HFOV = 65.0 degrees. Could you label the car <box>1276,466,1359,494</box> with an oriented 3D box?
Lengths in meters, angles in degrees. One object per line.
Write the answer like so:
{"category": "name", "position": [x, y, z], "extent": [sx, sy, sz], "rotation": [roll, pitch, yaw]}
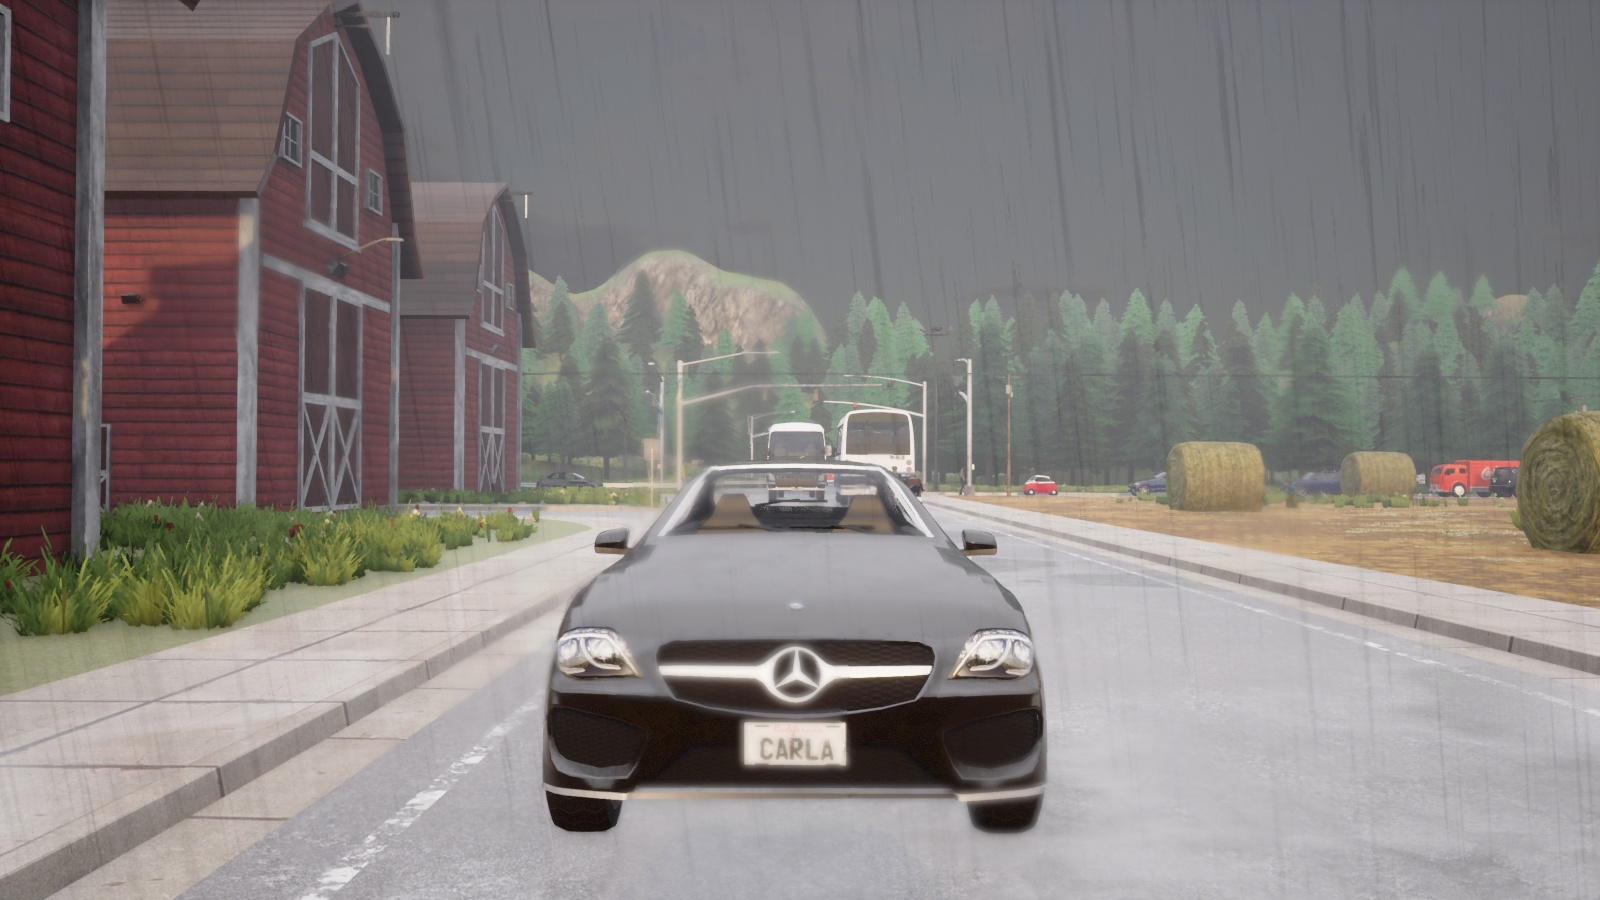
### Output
{"category": "car", "position": [33.914, 1.943, 82.336], "extent": [4.553, 1.767, 2.097], "rotation": [0, -1, 1]}

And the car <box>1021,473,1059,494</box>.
{"category": "car", "position": [15.782, 2.216, 82.616], "extent": [2.207, 1.376, 1.481], "rotation": [0, -1, 1]}

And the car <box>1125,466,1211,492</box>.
{"category": "car", "position": [24.154, 1.905, 82.490], "extent": [5.027, 1.651, 2.152], "rotation": [0, -1, 1]}

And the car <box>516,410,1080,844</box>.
{"category": "car", "position": [-0.019, 0.716, 7.320], "extent": [2.152, 1.651, 5.027], "rotation": [0, -1, 0]}

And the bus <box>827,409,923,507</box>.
{"category": "bus", "position": [3.349, 0.417, 59.418], "extent": [3.944, 4.253, 10.273], "rotation": [0, -1, 0]}

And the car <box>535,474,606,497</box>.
{"category": "car", "position": [-14.528, 2.246, 79.589], "extent": [4.193, 1.474, 1.816], "rotation": [0, -1, 1]}

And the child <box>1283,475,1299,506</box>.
{"category": "child", "position": [19.315, 1.597, 49.386], "extent": [0.448, 1.192, 0.343], "rotation": [0, -1, -3]}

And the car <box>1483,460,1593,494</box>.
{"category": "car", "position": [46.188, 1.693, 78.649], "extent": [5.566, 2.045, 2.150], "rotation": [0, -1, 1]}

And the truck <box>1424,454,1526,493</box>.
{"category": "truck", "position": [44.130, 1.555, 82.186], "extent": [5.204, 2.467, 2.627], "rotation": [0, -1, 1]}

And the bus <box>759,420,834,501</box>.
{"category": "bus", "position": [-0.181, 0.638, 71.583], "extent": [3.944, 4.253, 10.273], "rotation": [0, -1, 0]}
